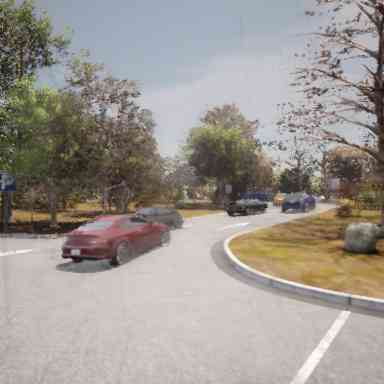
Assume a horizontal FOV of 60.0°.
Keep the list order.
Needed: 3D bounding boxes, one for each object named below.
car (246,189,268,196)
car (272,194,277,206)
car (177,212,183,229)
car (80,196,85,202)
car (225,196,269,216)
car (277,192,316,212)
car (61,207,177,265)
[{"bbox_3d":[9.518,0.490,53.207,5.566,2.045,2.150,0,-1,43],"label":"car"},{"bbox_3d":[10.901,0.943,40.114,1.882,1.535,5.008,-2,1,6],"label":"car"},{"bbox_3d":[-2.383,1.552,18.903,1.994,1.385,4.181,-3,-1,37],"label":"car"},{"bbox_3d":[-19.996,1.147,55.384,2.128,1.511,4.902,-3,-1,35],"label":"car"},{"bbox_3d":[4.751,1.314,28.787,1.895,1.301,4.718,-3,-1,35],"label":"car"},{"bbox_3d":[9.693,0.826,30.038,2.097,1.767,4.553,-3,-1,34],"label":"car"},{"bbox_3d":[-2.450,1.465,11.614,1.812,1.442,4.674,-2,1,22],"label":"car"}]
